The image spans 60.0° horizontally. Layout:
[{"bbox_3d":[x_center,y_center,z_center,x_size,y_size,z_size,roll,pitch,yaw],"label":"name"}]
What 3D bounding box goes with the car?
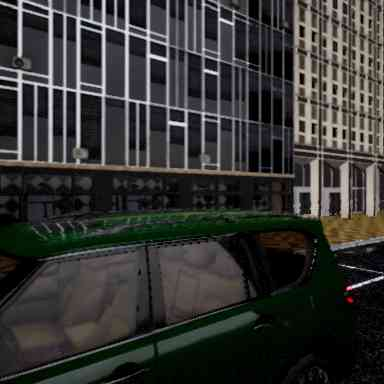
[{"bbox_3d":[-0.877,1.221,2.749,5.566,2.045,2.150,0,0,-35],"label":"car"}]
